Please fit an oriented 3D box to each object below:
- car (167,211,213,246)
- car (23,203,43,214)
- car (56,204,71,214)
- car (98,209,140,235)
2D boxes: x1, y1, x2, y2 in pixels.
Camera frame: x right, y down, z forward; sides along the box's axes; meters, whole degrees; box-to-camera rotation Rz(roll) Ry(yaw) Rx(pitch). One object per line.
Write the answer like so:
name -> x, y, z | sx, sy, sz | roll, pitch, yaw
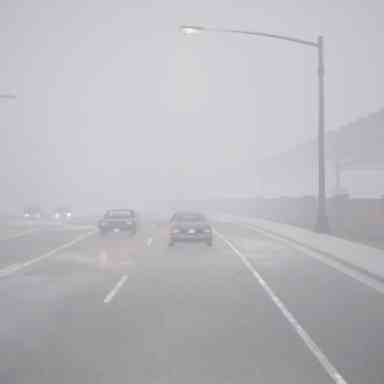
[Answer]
car -> -0.164, 1.555, 15.234 | 2.033, 1.411, 5.357 | 0, 0, -3
car -> -20.039, 2.120, 42.142 | 1.994, 1.385, 4.181 | 1, -3, -20
car -> -17.506, 2.278, 45.448 | 1.895, 1.301, 4.718 | 0, -3, -21
car -> -3.958, 1.612, 18.829 | 1.895, 1.301, 4.718 | 0, 0, -5
